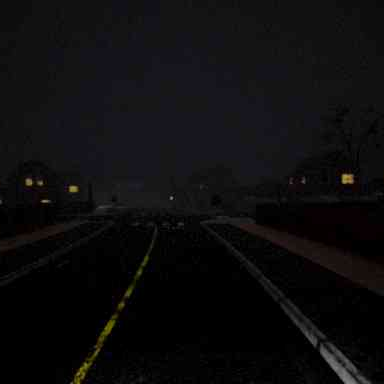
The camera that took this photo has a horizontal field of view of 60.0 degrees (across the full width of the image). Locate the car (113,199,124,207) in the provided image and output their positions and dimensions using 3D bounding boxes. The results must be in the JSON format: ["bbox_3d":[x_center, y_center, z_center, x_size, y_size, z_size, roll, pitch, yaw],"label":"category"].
[{"bbox_3d":[-16.735,2.442,75.694,2.097,1.767,4.553,0,-1,-21],"label":"car"}]
